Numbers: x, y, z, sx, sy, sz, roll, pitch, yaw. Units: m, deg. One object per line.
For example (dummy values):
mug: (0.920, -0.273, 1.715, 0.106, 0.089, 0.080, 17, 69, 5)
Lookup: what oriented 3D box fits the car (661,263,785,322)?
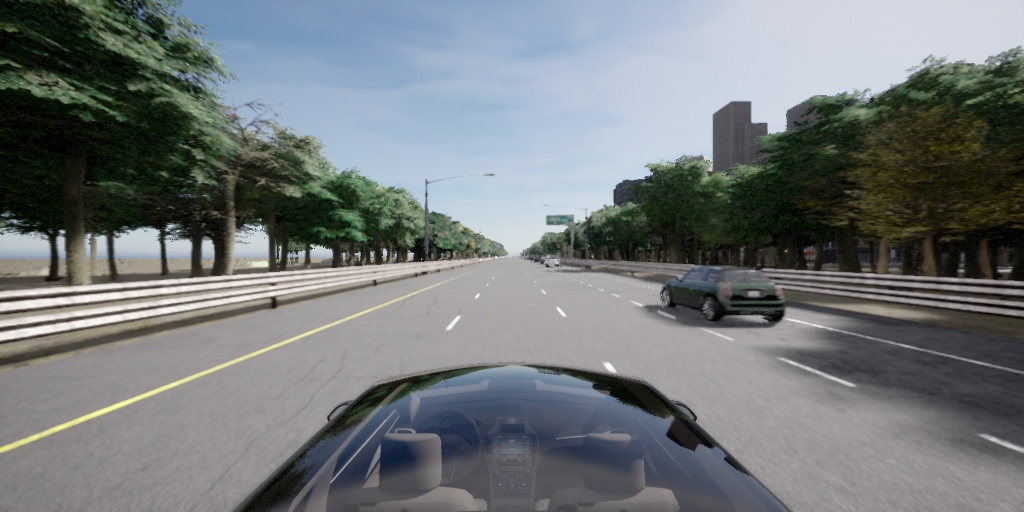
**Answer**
car: (7.007, 1.106, 12.511, 2.097, 1.767, 4.553, 0, 0, 0)
